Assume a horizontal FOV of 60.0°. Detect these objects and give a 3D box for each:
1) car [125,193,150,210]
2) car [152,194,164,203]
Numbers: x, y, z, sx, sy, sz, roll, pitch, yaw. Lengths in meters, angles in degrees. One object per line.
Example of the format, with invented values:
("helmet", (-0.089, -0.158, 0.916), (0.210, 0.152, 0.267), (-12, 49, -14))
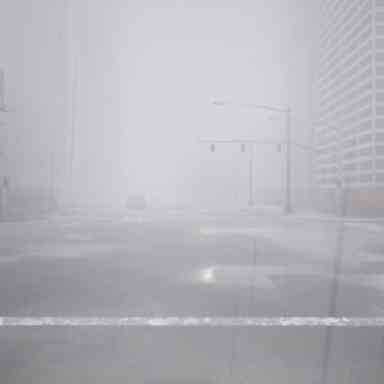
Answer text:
("car", (-7.039, 1.315, 42.337), (2.150, 2.045, 5.566), (0, 2, 0))
("car", (-7.065, 1.336, 68.679), (2.097, 1.767, 4.553), (0, 0, 0))
